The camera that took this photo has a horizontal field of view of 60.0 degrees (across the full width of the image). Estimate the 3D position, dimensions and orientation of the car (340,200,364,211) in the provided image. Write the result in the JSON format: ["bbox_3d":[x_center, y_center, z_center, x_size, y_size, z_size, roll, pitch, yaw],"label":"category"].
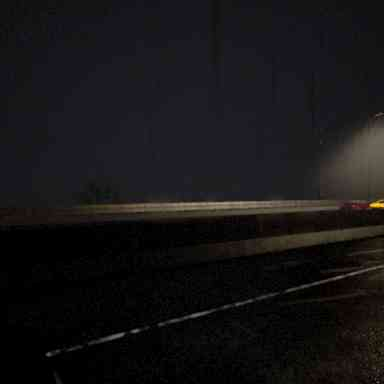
[{"bbox_3d":[19.087,1.601,38.533,4.181,1.385,1.994,0,0,-34],"label":"car"}]

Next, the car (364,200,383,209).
[{"bbox_3d":[20.921,1.515,35.553,5.008,1.535,1.882,0,0,-34],"label":"car"}]

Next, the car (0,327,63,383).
[{"bbox_3d":[-3.057,1.602,1.561,4.718,1.301,1.895,0,0,-36],"label":"car"}]
